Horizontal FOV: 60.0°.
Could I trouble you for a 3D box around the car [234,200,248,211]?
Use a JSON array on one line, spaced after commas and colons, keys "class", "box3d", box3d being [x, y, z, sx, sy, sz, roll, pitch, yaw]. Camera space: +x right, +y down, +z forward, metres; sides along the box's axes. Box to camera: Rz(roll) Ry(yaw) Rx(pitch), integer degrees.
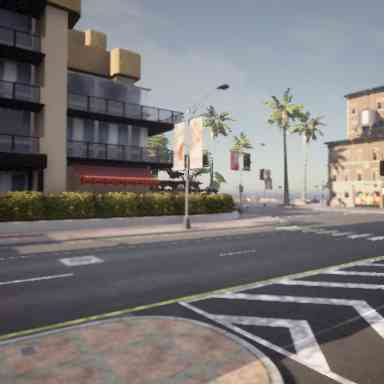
[{"class": "car", "box3d": [5.931, 1.848, 47.732, 2.128, 1.511, 4.902, 1, 0, -35]}]
